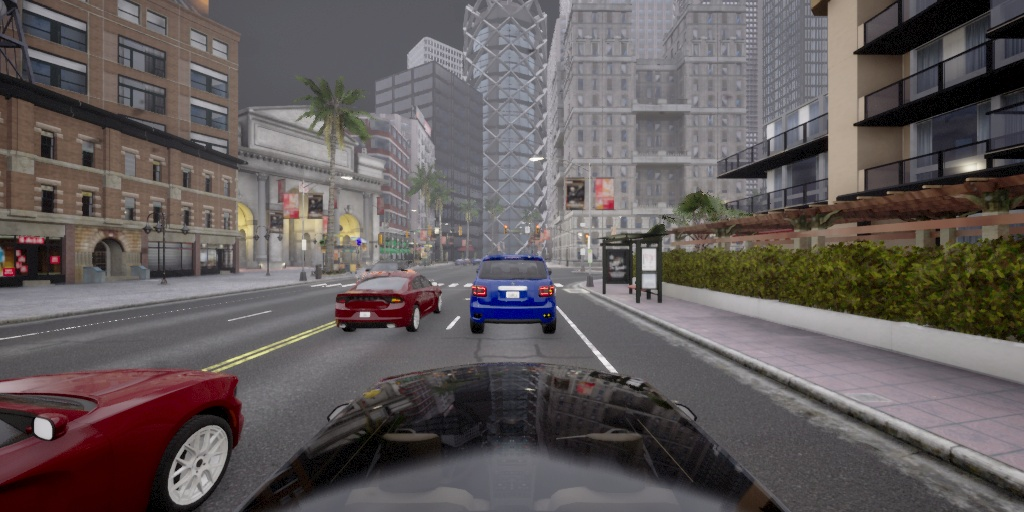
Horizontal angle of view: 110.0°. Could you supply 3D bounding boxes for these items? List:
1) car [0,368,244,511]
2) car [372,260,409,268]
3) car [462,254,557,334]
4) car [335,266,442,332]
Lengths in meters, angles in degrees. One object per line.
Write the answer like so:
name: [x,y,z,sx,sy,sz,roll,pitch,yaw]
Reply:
car: [-3.390,1.228,1.236,1.882,1.535,5.008,0,0,0]
car: [-7.043,1.102,20.391,2.097,1.767,4.553,0,0,1]
car: [0.054,0.971,10.804,2.150,2.045,5.566,0,0,1]
car: [-3.441,1.228,10.914,1.882,1.535,5.008,0,0,0]
